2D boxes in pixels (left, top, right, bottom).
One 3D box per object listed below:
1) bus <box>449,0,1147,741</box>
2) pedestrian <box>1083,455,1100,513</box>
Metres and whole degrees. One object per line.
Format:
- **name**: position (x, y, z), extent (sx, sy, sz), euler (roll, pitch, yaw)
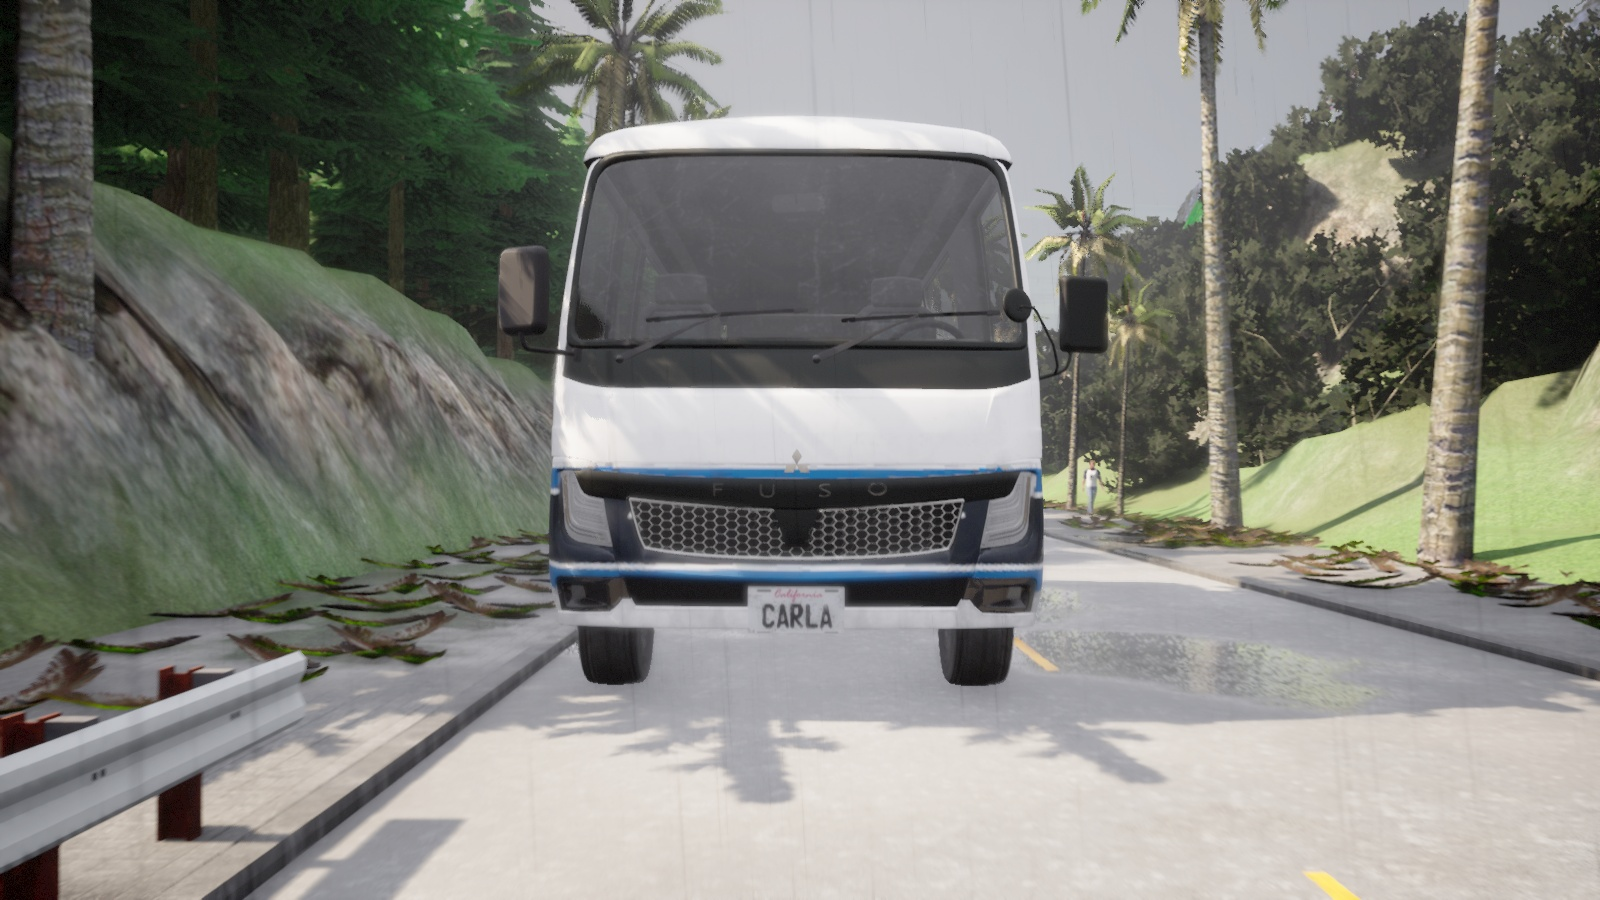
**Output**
- **bus**: position (-0.032, -0.356, 12.288), extent (3.944, 4.253, 10.273), euler (0, -1, 0)
- **pedestrian**: position (9.327, 1.098, 40.207), extent (0.354, 1.836, 0.706), euler (0, -1, 1)
